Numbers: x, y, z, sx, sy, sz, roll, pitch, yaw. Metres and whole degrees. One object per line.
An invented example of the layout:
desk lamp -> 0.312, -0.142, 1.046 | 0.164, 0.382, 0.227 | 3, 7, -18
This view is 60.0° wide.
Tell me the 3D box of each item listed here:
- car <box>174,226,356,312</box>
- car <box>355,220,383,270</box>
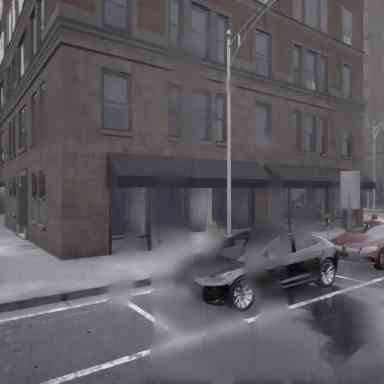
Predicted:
car -> 1.644, 1.566, 7.709 | 4.313, 1.339, 1.947 | 0, 0, -36
car -> 6.122, 1.582, 10.905 | 4.206, 1.307, 1.802 | 0, 0, -36
